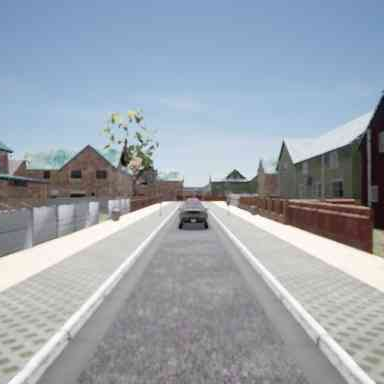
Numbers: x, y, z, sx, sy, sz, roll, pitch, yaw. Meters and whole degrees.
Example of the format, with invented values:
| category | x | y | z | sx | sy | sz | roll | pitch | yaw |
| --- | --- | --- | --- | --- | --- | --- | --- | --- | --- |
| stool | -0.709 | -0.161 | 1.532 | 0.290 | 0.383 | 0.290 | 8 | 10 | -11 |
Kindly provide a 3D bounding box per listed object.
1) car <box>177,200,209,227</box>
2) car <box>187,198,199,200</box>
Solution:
| category | x | y | z | sx | sy | sz | roll | pitch | yaw |
| --- | --- | --- | --- | --- | --- | --- | --- | --- | --- |
| car | 0.091 | 1.491 | 22.449 | 1.837 | 1.490 | 4.892 | 0 | 0 | 0 |
| car | 0.087 | 1.448 | 39.439 | 1.882 | 1.535 | 5.008 | 0 | 0 | 0 |
